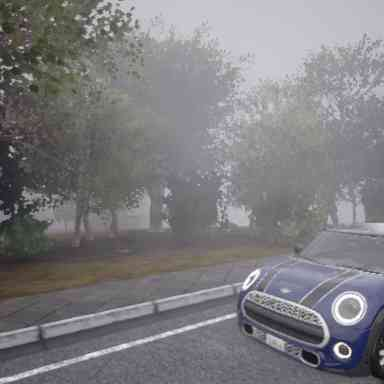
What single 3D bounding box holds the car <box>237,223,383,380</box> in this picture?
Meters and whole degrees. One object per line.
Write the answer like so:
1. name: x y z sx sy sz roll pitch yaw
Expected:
1. car: 2.913 1.366 5.627 4.553 1.767 2.097 0 0 -35
